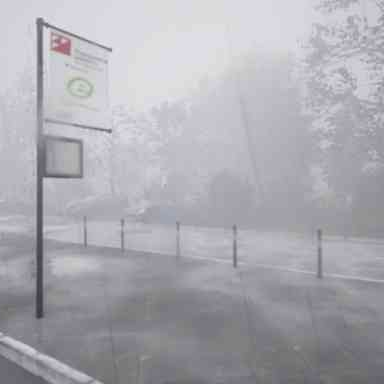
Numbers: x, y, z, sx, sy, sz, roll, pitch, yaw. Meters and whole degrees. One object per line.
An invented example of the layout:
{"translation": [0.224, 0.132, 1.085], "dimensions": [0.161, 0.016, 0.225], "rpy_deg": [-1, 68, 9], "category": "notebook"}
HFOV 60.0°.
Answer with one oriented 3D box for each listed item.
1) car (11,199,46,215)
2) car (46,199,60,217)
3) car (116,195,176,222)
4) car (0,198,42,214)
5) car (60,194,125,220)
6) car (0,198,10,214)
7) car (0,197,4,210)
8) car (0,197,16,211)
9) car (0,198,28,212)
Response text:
{"translation": [-14.625, 1.446, 32.972], "dimensions": [2.231, 1.521, 4.892], "rpy_deg": [0, 0, 35], "category": "car"}
{"translation": [-9.973, 1.441, 29.771], "dimensions": [2.231, 1.521, 4.892], "rpy_deg": [0, 0, 35], "category": "car"}
{"translation": [-3.040, 1.292, 24.888], "dimensions": [2.185, 1.767, 4.553], "rpy_deg": [1, 0, 35], "category": "car"}
{"translation": [-19.269, 1.447, 36.185], "dimensions": [2.097, 1.535, 5.008], "rpy_deg": [0, 0, 35], "category": "car"}
{"translation": [-7.773, 1.185, 28.206], "dimensions": [2.435, 2.045, 5.566], "rpy_deg": [0, 0, 35], "category": "car"}
{"translation": [-12.431, 1.181, 16.139], "dimensions": [2.435, 2.045, 5.566], "rpy_deg": [0, 0, 35], "category": "car"}
{"translation": [-26.338, 1.451, 41.076], "dimensions": [2.097, 1.535, 5.008], "rpy_deg": [0, 0, 35], "category": "car"}
{"translation": [-24.011, 1.449, 39.477], "dimensions": [2.097, 1.535, 5.008], "rpy_deg": [0, 0, 35], "category": "car"}
{"translation": [-21.572, 1.478, 37.820], "dimensions": [2.163, 1.488, 4.792], "rpy_deg": [0, 0, 35], "category": "car"}
